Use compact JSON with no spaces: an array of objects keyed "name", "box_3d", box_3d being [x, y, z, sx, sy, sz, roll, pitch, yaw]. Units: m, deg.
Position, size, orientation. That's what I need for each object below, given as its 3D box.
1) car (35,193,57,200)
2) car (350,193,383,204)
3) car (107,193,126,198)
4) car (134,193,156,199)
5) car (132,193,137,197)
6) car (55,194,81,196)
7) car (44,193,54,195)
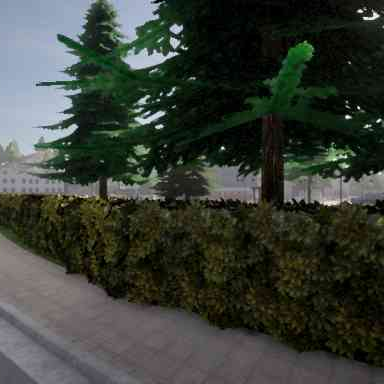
[{"name":"car","box_3d":[-36.346,1.097,82.672,4.605,1.855,1.932,0,0,-36]},{"name":"car","box_3d":[28.382,1.209,53.443,2.150,2.045,5.566,0,0,-31]},{"name":"car","box_3d":[-20.394,1.153,90.259,5.027,1.636,2.152,0,0,-36]},{"name":"car","box_3d":[-7.945,1.384,60.661,3.806,1.475,1.970,0,0,-36]},{"name":"car","box_3d":[-10.904,1.097,77.745,4.605,1.855,1.932,0,0,-36]},{"name":"car","box_3d":[-23.868,1.320,63.995,3.633,1.501,1.845,0,0,-36]},{"name":"car","box_3d":[-29.661,1.298,72.138,4.514,1.523,2.007,0,0,-36]}]
